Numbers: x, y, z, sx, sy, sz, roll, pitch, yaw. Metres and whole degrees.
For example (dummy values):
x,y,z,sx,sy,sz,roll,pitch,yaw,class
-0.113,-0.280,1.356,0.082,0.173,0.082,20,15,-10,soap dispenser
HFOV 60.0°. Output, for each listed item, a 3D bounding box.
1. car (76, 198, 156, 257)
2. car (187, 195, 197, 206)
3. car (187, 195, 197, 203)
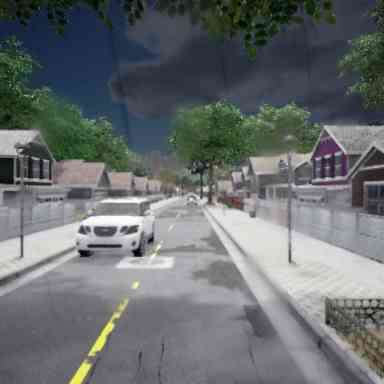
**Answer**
x,y,z,sx,sy,sz,roll,pitch,yaw,class
-2.771,1.260,13.363,2.150,2.045,5.566,0,-1,0,car
-0.003,1.754,59.589,1.895,1.301,4.718,0,0,0,car
-0.002,1.427,69.532,2.097,1.767,4.553,0,0,0,car
